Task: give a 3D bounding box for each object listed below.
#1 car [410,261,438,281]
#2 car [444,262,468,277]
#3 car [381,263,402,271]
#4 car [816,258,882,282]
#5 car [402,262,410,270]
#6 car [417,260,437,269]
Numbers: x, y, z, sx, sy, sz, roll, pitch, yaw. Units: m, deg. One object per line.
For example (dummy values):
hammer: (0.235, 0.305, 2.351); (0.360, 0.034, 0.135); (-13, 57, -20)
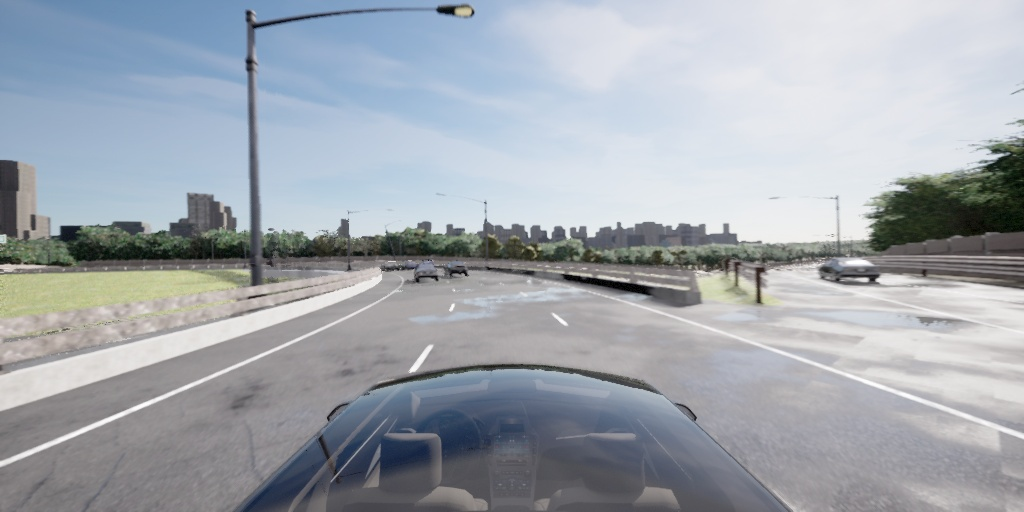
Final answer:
car: (-7.669, 1.432, 31.824); (2.033, 1.411, 5.357); (-1, 0, -18)
car: (-5.826, 1.338, 36.954); (1.837, 1.490, 4.892); (-1, -1, -19)
car: (-19.478, 1.719, 57.166); (1.895, 1.301, 4.718); (-1, 0, -32)
car: (20.566, 0.808, 22.108); (2.033, 1.411, 5.357); (-1, 0, 28)
car: (-16.928, 1.621, 59.632); (1.994, 1.385, 4.181); (-1, 0, -33)
car: (-15.011, 1.537, 63.081); (1.812, 1.442, 4.674); (-1, 0, -34)
